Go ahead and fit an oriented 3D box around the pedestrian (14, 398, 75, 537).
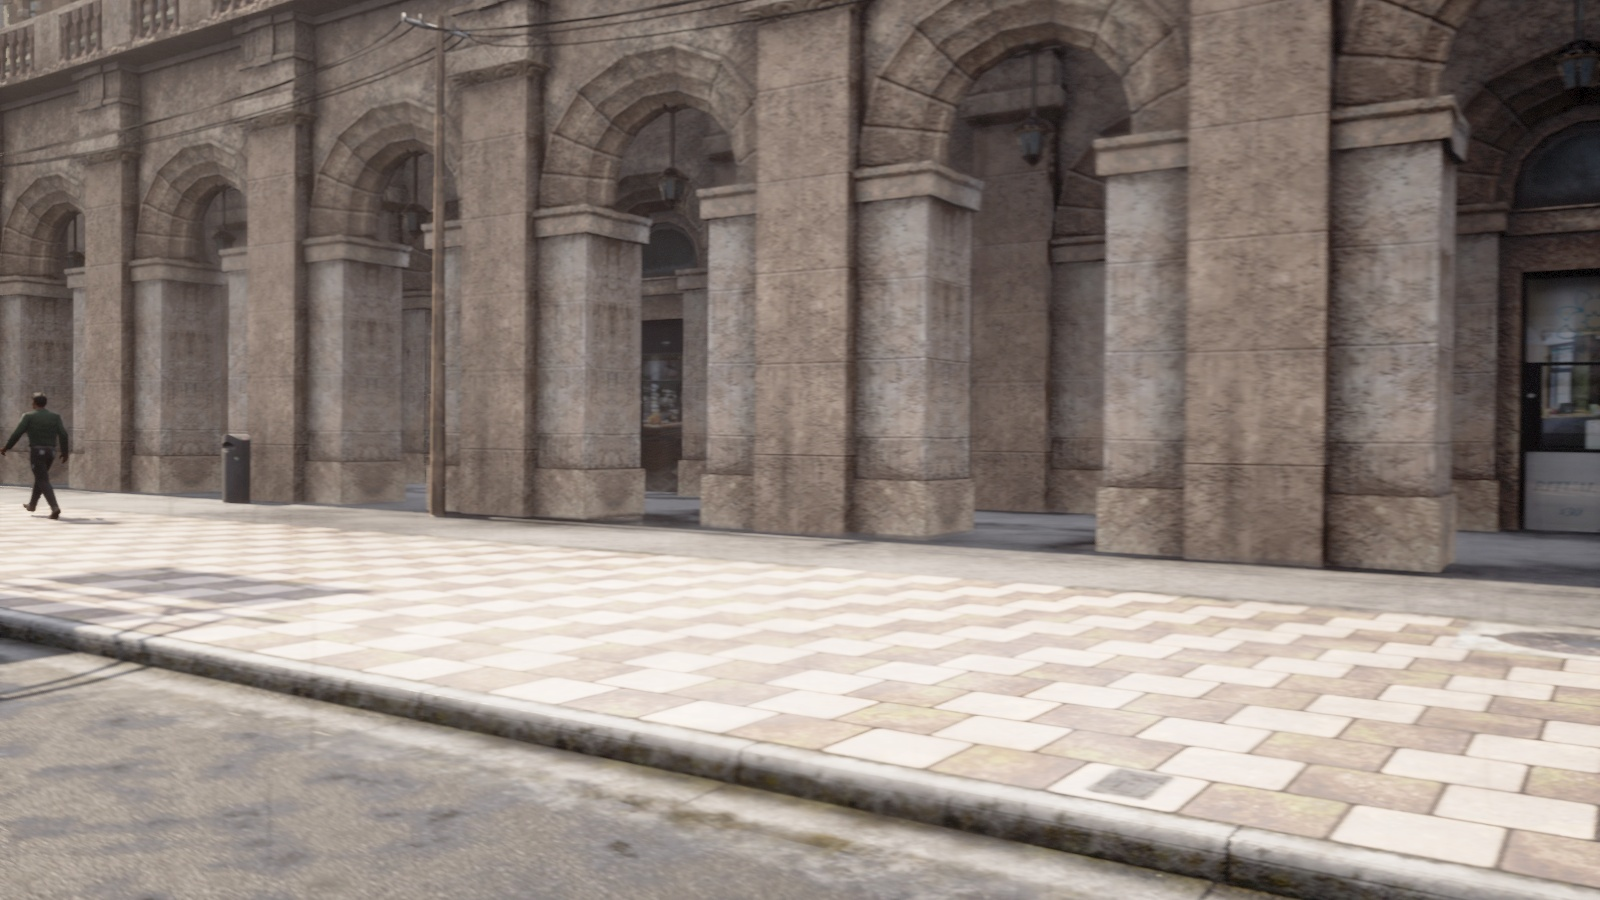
[{"bbox_3d":[-10.802,0.241,17.948,0.788,1.949,0.423,0,1,33],"label":"pedestrian"}]
